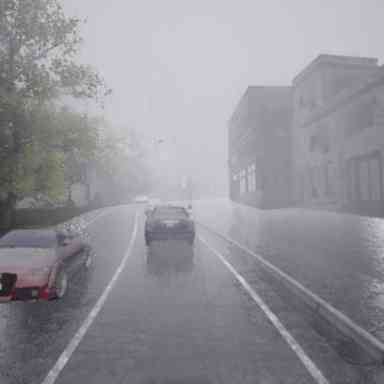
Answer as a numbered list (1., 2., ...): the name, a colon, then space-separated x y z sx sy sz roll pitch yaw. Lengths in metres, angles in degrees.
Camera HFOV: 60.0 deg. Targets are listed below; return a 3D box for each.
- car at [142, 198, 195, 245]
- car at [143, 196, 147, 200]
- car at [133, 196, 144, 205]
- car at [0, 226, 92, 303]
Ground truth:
1. car: -1.120 1.342 15.600 2.097 1.767 4.553 0 0 -7
2. car: -3.737 1.420 33.651 1.812 1.442 4.674 0 0 -8
3. car: -7.897 1.292 51.837 1.812 1.442 4.674 -1 0 4
4. car: -3.798 1.555 8.117 1.994 1.385 4.181 0 0 -4
